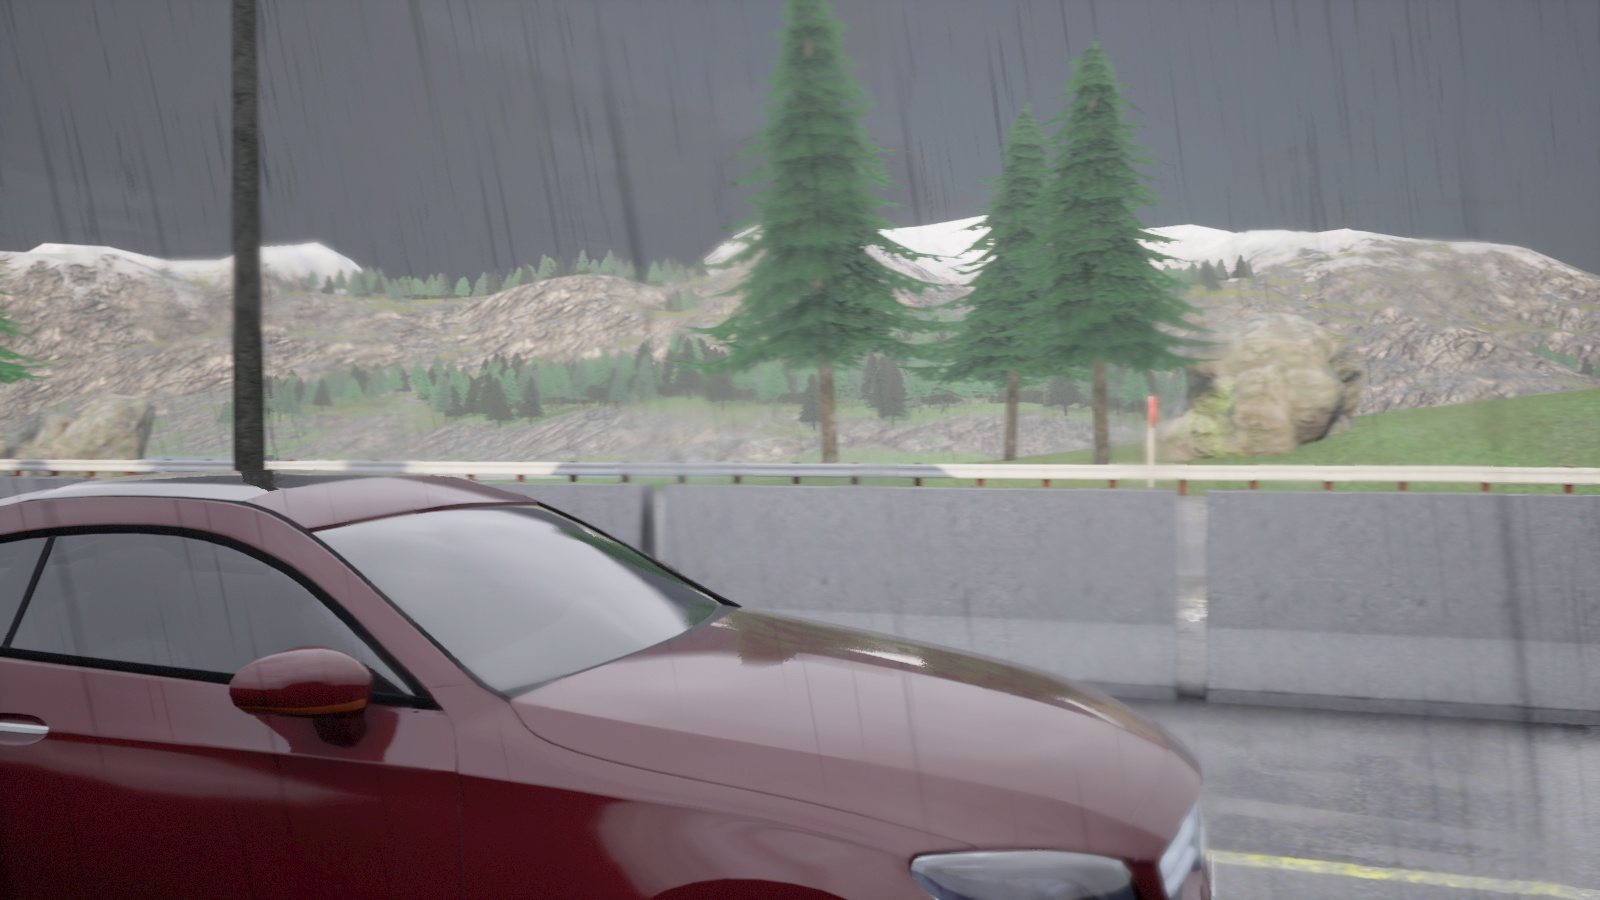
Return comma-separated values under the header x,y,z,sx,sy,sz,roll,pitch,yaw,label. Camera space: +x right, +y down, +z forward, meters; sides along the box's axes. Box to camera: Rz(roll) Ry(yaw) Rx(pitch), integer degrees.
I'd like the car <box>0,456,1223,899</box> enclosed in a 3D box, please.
x,y,z,sx,sy,sz,roll,pitch,yaw,label
-1.280,0.781,3.601,4.674,1.442,1.812,1,1,17,car
